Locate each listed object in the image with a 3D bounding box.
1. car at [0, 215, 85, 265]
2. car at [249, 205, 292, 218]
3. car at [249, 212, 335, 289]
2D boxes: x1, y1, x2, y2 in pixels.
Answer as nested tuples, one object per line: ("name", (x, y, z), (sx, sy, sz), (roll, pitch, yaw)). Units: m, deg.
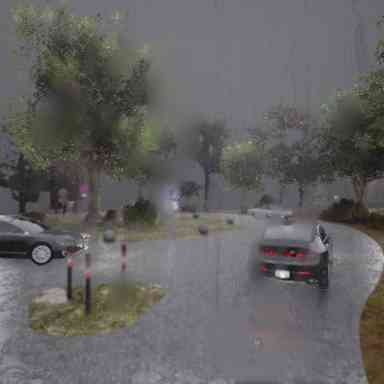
("car", (-6.174, 1.567, 11.352), (4.892, 1.490, 1.837), (0, 0, 2))
("car", (6.874, 1.803, 29.855), (1.895, 1.301, 4.718), (0, 0, -16))
("car", (3.000, 1.572, 9.578), (1.837, 1.490, 4.892), (0, 0, 24))
